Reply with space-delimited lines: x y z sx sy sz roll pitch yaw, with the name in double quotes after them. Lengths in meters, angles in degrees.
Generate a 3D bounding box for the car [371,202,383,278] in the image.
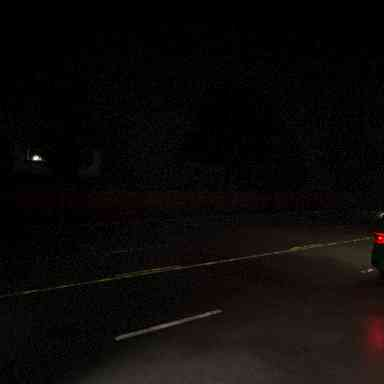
6.887 1.228 8.654 5.566 2.045 2.150 0 0 -35 "car"
